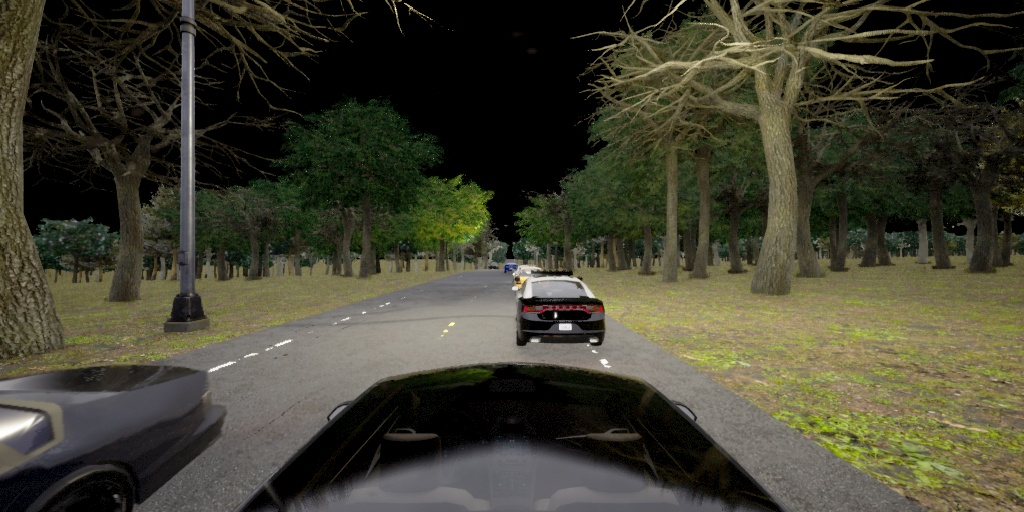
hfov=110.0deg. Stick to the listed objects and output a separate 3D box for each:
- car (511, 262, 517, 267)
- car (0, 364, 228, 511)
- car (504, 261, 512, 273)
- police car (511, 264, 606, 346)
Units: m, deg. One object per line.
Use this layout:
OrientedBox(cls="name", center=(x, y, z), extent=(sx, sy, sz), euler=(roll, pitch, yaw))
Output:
OrientedBox(cls="car", center=(1.015, 1.255, 19.659), extent=(1.801, 1.575, 5.366), euler=(0, 0, 0))
OrientedBox(cls="car", center=(-3.496, 1.297, 0.829), extent=(2.033, 1.411, 5.357), euler=(0, 0, 0))
OrientedBox(cls="car", center=(-0.067, 1.508, 48.892), extent=(1.882, 1.535, 5.008), euler=(0, -1, 0))
OrientedBox(cls="police car", center=(1.036, 1.185, 9.576), extent=(1.930, 1.638, 5.238), euler=(0, 0, 0))
